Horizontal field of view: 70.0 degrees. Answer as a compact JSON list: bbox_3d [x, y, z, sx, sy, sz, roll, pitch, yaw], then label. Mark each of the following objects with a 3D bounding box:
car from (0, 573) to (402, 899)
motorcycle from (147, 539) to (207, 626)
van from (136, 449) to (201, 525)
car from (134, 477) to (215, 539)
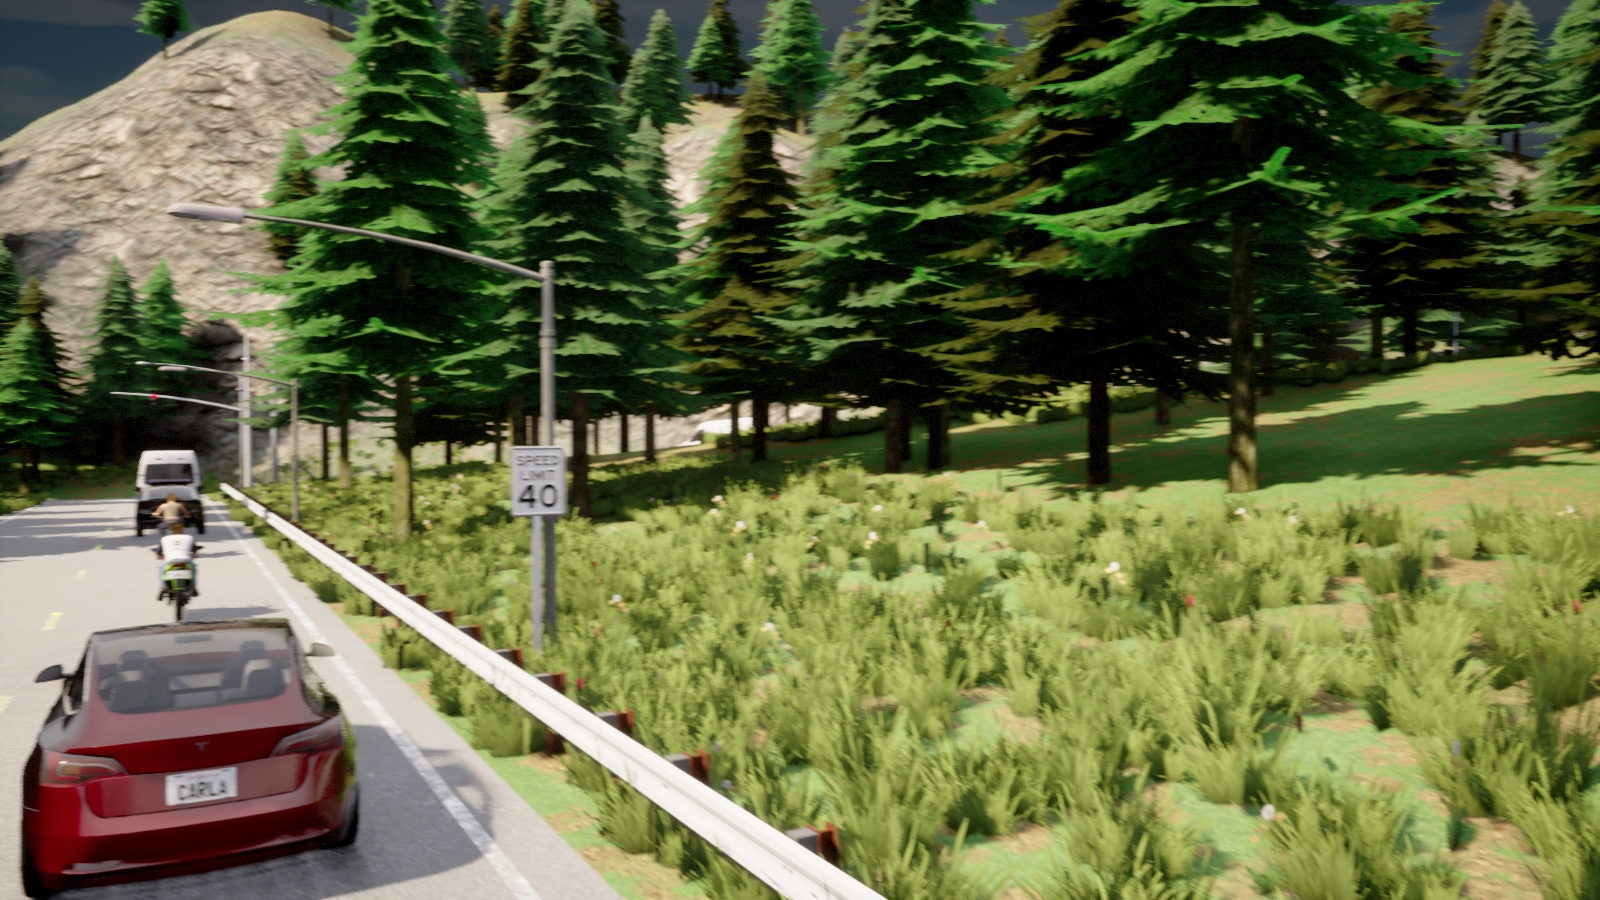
[{"bbox_3d":[-4.627,1.999,8.798,2.163,1.488,4.792,-1,1,-29],"label":"car"},{"bbox_3d":[-10.071,2.095,18.457,0.803,1.145,2.033,-1,0,-29],"label":"motorcycle"},{"bbox_3d":[-23.594,1.282,42.702,1.988,2.561,5.915,-1,1,-29],"label":"van"},{"bbox_3d":[-19.873,1.765,36.286,2.097,1.638,5.238,-1,1,-29],"label":"car"}]
